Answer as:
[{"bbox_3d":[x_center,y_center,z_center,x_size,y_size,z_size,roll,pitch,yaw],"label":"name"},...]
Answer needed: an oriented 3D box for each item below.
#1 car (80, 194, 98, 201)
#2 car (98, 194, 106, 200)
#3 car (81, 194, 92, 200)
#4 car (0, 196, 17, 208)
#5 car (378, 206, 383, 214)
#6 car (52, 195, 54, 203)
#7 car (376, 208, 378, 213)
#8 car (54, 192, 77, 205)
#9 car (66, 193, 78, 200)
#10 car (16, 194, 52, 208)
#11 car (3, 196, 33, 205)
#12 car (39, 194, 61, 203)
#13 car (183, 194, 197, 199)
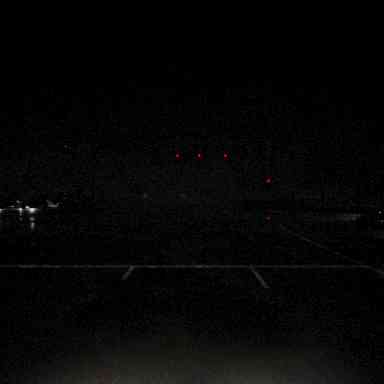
[{"bbox_3d":[-21.033,1.254,66.145,2.128,1.511,4.902,0,0,0],"label":"car"},{"bbox_3d":[-21.971,1.194,80.478,2.128,1.511,4.902,0,0,-6],"label":"car"},{"bbox_3d":[-25.469,1.265,80.234,1.895,1.301,4.718,0,0,-10],"label":"car"},{"bbox_3d":[-24.618,1.336,43.492,1.837,1.490,4.892,0,0,0],"label":"car"},{"bbox_3d":[17.652,1.260,26.037,4.553,1.767,2.097,0,0,6],"label":"car"},{"bbox_3d":[-24.608,1.140,53.309,2.097,1.767,4.553,0,0,0],"label":"car"},{"bbox_3d":[19.460,1.441,29.460,5.357,1.411,2.033,0,0,7],"label":"car"},{"bbox_3d":[-21.104,1.001,55.316,2.150,2.045,5.566,0,0,0],"label":"car"},{"bbox_3d":[-29.241,1.020,81.191,2.097,1.767,4.553,0,0,-10],"label":"car"},{"bbox_3d":[-21.119,1.330,44.764,1.837,1.490,4.892,0,0,0],"label":"car"},{"bbox_3d":[-28.094,1.333,53.940,2.033,1.411,5.357,0,0,1],"label":"car"},{"bbox_3d":[-28.035,1.258,65.761,2.128,1.511,4.902,0,0,0],"label":"car"},{"bbox_3d":[-0.158,1.201,94.634,1.895,1.301,4.718,0,0,-18],"label":"car"}]
